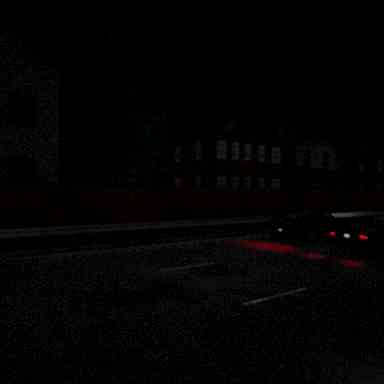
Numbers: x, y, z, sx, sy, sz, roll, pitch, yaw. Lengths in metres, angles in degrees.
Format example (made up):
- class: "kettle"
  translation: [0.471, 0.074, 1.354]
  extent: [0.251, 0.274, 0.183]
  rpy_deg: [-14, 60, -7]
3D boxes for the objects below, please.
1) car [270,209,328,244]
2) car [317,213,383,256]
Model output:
- class: "car"
  translation: [6.097, 1.615, 16.810]
  extent: [5.008, 1.535, 1.882]
  rpy_deg: [0, 0, -35]
- class: "car"
  translation: [7.731, 1.680, 13.682]
  extent: [5.357, 1.411, 2.033]
  rpy_deg: [1, 0, -35]
